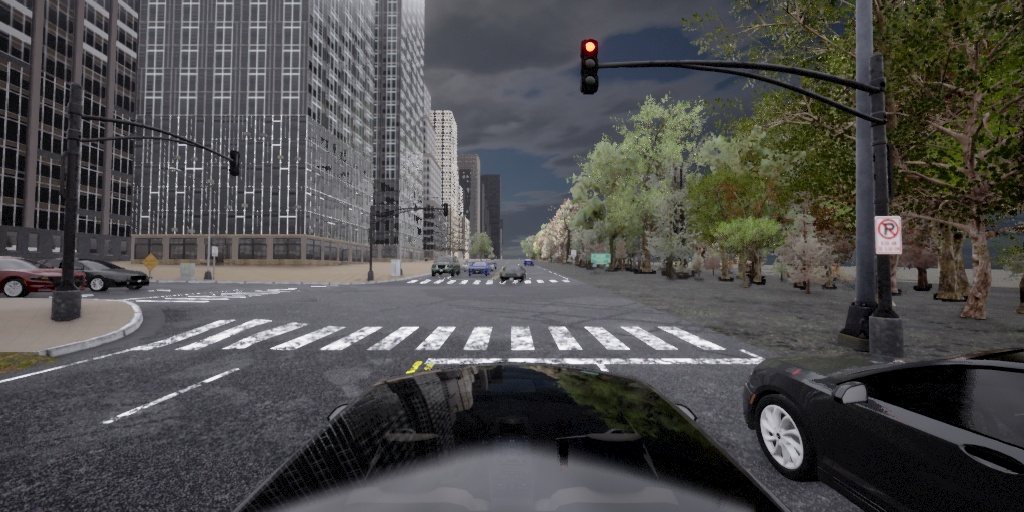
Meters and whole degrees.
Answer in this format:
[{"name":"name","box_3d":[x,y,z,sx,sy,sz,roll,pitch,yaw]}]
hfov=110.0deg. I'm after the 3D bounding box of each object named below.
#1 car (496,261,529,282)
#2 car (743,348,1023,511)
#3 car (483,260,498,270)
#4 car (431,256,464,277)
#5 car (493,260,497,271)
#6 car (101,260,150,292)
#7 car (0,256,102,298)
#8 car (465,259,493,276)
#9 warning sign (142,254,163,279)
[{"name":"car","box_3d":[0.126,1.417,30.308,1.895,1.301,4.718,0,2,5]},{"name":"car","box_3d":[3.348,1.248,1.803,1.837,1.490,4.892,-1,0,0]},{"name":"car","box_3d":[-3.334,1.335,56.633,2.033,1.411,5.357,0,0,0]},{"name":"car","box_3d":[-6.595,0.995,36.238,2.150,2.045,5.566,0,0,0]},{"name":"car","box_3d":[-3.342,1.381,46.419,1.895,1.301,4.718,0,0,0]},{"name":"car","box_3d":[-20.052,0.881,16.826,4.892,1.490,1.837,1,-2,-4]},{"name":"car","box_3d":[-19.372,0.746,13.611,5.008,1.535,1.882,1,-2,-3]},{"name":"car","box_3d":[-3.339,1.252,37.094,1.882,1.535,5.008,0,0,0]},{"name":"warning sign","box_3d":[-26.156,0.734,25.896,1.060,1.860,1.300,0,0,-4]}]
